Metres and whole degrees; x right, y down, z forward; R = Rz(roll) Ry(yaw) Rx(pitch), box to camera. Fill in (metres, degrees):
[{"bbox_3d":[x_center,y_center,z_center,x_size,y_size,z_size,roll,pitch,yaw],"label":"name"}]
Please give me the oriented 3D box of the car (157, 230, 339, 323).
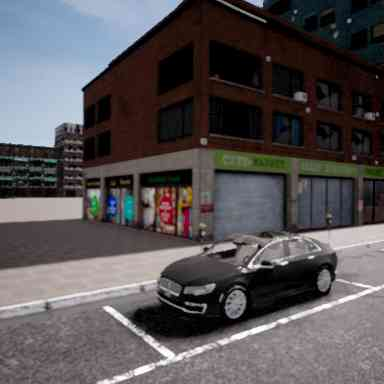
[{"bbox_3d":[1.362,1.541,7.081,4.403,1.369,2.008,0,1,-35],"label":"car"}]
